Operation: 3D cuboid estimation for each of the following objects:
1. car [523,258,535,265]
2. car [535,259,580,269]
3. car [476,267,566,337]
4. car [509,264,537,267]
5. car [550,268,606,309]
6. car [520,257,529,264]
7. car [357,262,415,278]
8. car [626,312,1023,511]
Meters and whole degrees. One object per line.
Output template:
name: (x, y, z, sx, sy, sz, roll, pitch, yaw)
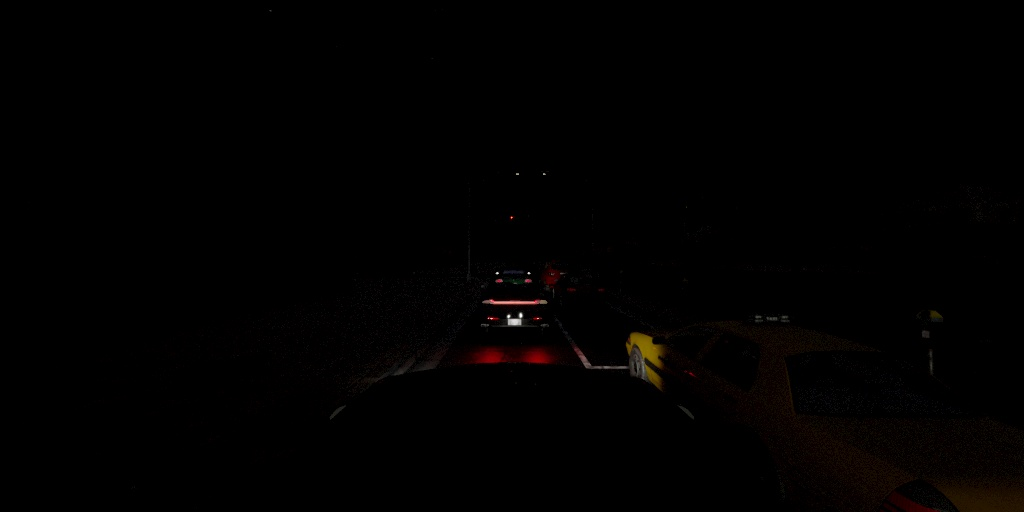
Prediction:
car: (2.735, 1.356, 46.570, 1.888, 1.381, 4.507, 0, 0, 0)
car: (2.678, 1.076, 20.140, 2.192, 1.841, 5.009, 0, 0, 0)
car: (0.083, 1.245, 10.316, 2.128, 1.511, 4.902, 0, 0, 1)
car: (0.066, 1.325, 19.261, 1.994, 1.385, 4.181, 0, 0, -1)
car: (2.666, 1.338, 14.692, 1.802, 1.307, 4.207, 0, 0, 0)
car: (2.770, 1.403, 62.881, 1.888, 1.381, 4.507, 0, 0, 0)
car: (-11.124, 1.236, 31.746, 4.902, 1.511, 2.128, 0, -1, 0)
car: (2.643, 1.276, 3.963, 1.751, 1.417, 4.829, 0, 0, 0)
